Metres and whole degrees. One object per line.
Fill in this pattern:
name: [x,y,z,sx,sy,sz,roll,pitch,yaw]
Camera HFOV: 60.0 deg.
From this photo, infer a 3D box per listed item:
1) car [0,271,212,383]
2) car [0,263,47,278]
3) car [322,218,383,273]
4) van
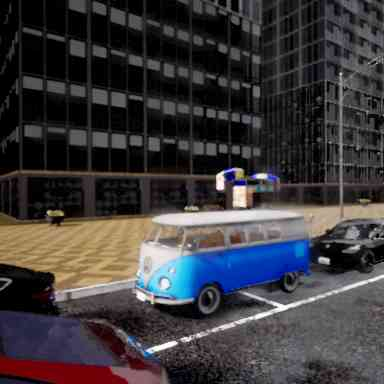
car: [-2.114,1.568,1.870,4.181,1.385,1.994,0,0,-36]
car: [-3.814,1.571,3.840,4.313,1.339,1.947,0,0,-36]
car: [5.414,1.507,10.427,4.313,1.339,1.947,0,0,-36]
van: [0.799,1.316,7.132,3.998,1.788,1.690,0,0,-36]
